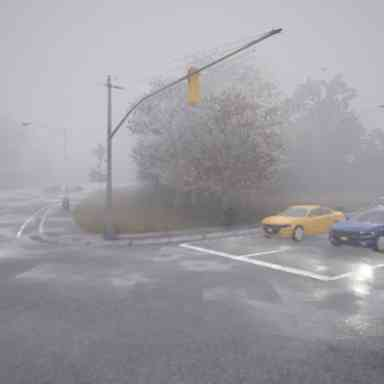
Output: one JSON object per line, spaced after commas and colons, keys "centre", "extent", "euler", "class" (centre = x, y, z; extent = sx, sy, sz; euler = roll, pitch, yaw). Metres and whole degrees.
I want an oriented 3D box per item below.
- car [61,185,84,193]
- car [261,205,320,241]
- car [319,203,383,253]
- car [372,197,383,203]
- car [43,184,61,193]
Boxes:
{"centre": [-21.043, -0.636, 59.887], "extent": [2.033, 1.411, 5.357], "euler": [0, 4, -1], "class": "car"}
{"centre": [5.574, 1.427, 16.569], "extent": [5.008, 1.535, 1.882], "euler": [-1, 1, -35], "class": "car"}
{"centre": [7.719, 1.426, 13.786], "extent": [5.008, 1.535, 1.882], "euler": [-1, 1, -34], "class": "car"}
{"centre": [12.789, 1.122, 21.701], "extent": [4.553, 1.767, 2.097], "euler": [-2, 1, -35], "class": "car"}
{"centre": [-24.488, -0.626, 58.659], "extent": [2.128, 1.511, 4.902], "euler": [0, 4, -1], "class": "car"}
